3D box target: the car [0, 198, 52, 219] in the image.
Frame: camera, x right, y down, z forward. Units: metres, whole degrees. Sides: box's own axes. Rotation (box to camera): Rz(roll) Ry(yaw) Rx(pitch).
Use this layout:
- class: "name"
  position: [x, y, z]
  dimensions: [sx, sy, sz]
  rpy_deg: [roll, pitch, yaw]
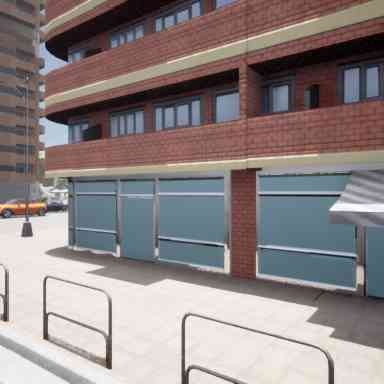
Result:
- class: "car"
  position: [-15.468, 1.352, 29.690]
  dimensions: [2.097, 1.767, 4.553]
  rpy_deg: [0, 0, 36]

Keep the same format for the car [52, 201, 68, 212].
- class: "car"
  position: [-15.362, 1.601, 35.776]
  dimensions: [1.895, 1.301, 4.718]
  rpy_deg: [0, 0, 36]
